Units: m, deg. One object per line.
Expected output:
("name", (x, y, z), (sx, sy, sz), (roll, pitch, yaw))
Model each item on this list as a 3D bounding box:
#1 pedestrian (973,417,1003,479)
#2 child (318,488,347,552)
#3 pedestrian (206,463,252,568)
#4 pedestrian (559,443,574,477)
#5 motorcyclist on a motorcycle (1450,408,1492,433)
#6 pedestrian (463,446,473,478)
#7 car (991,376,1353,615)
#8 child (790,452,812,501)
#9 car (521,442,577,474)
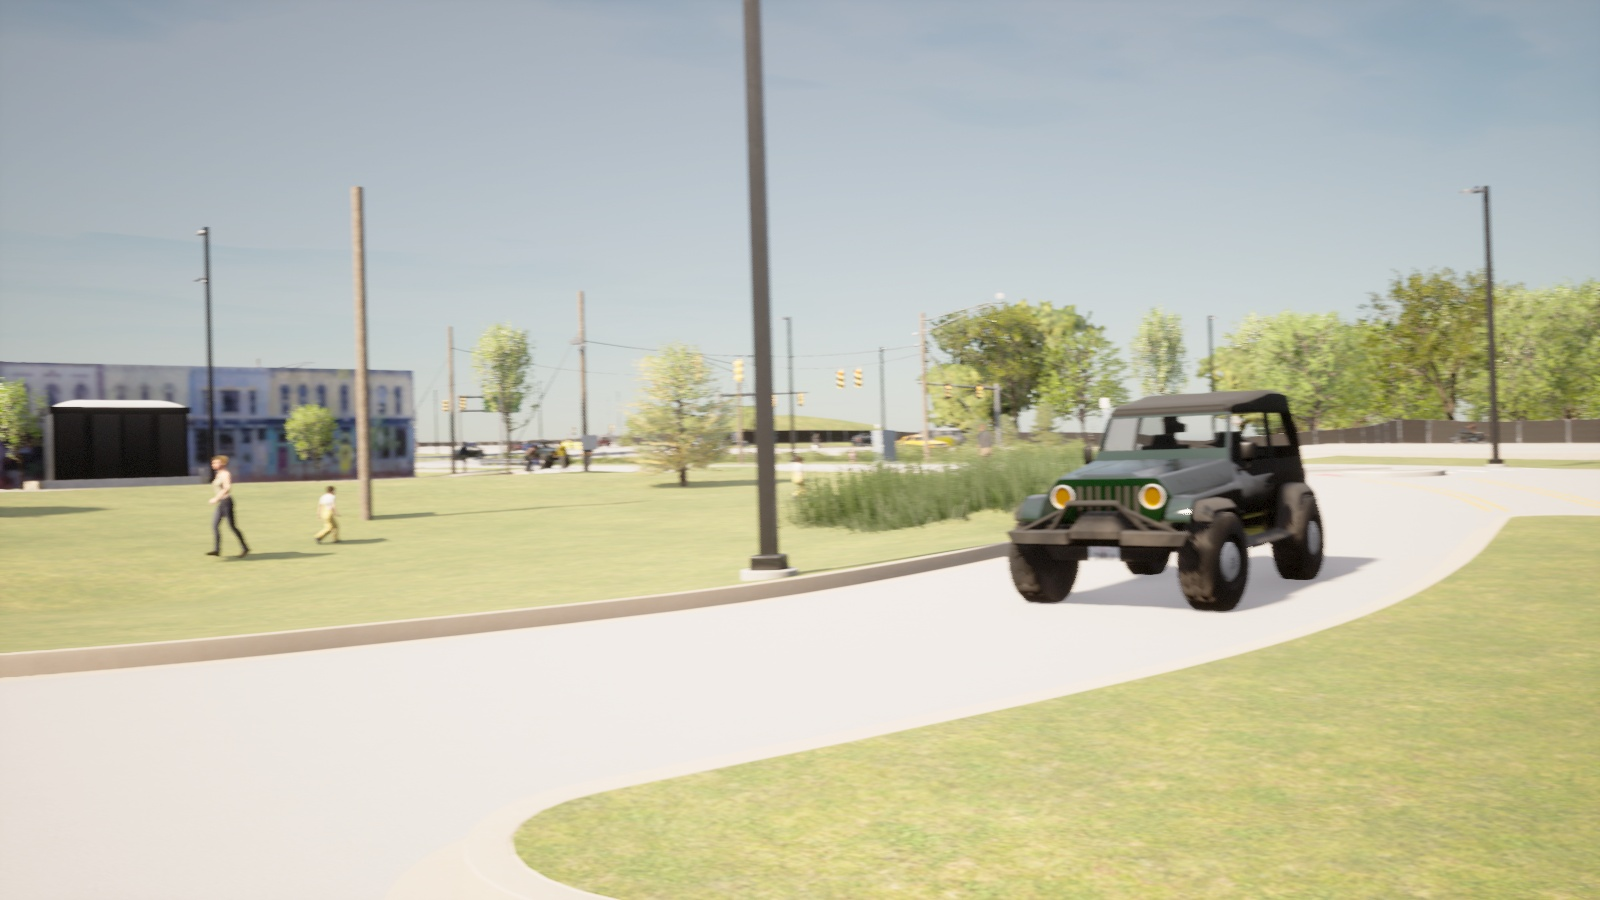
("pedestrian", (5.666, -0.048, 37.912), (0.540, 1.848, 0.694), (-3, -1, -21))
("child", (-9.454, 1.407, 25.403), (0.437, 1.263, 0.270), (-2, -1, -45))
("pedestrian", (-10.228, 1.169, 22.508), (0.594, 1.836, 0.345), (-2, -1, -45))
("pedestrian", (-12.944, 0.569, 69.512), (0.431, 1.840, 0.709), (-2, -1, -43))
("motorcyclist on a motorcycle", (45.627, -2.000, 85.418), (2.350, 1.649, 0.766), (-1, 1, 43))
("pedestrian", (-19.416, 0.724, 73.441), (0.370, 1.835, 0.726), (-3, -1, -2))
("car", (3.675, 0.315, 11.959), (1.905, 1.878, 3.866), (-3, 1, 38))
("child", (0.036, 0.686, 32.828), (0.437, 1.263, 0.270), (-2, -1, -33))
("car", (-16.042, 0.529, 80.229), (1.905, 1.878, 3.866), (-2, 0, -38))
